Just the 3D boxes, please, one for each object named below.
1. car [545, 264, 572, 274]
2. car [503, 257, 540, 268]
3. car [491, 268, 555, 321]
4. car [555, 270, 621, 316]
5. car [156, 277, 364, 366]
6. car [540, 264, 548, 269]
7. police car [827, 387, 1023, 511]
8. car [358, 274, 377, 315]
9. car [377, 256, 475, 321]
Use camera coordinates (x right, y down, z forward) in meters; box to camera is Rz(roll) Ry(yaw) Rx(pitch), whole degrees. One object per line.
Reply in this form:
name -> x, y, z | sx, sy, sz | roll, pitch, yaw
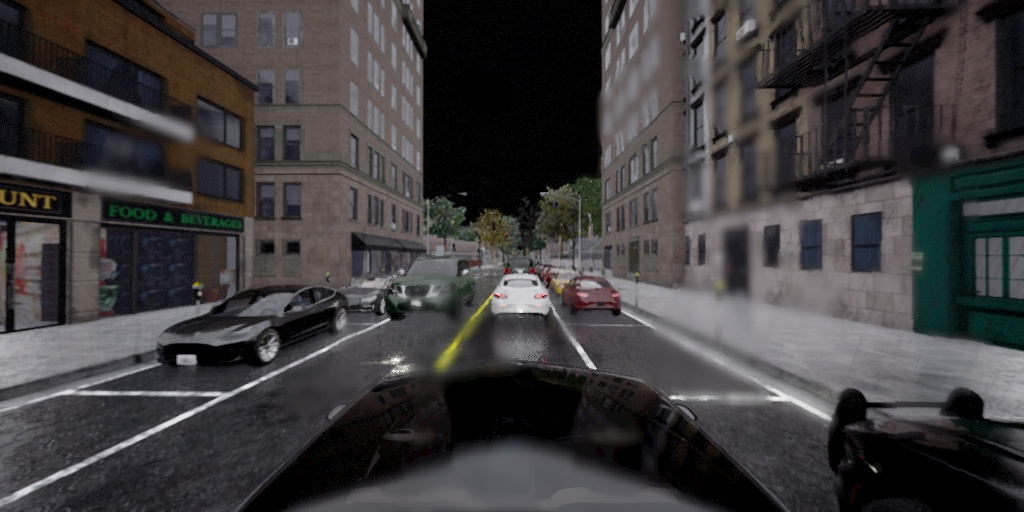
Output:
car -> 2.968, 1.355, 19.107 | 1.751, 1.417, 4.829 | 0, 0, 1
car -> 0.537, 1.078, 24.343 | 2.150, 2.045, 5.566 | 0, 0, 1
car -> 0.292, 1.323, 12.548 | 1.812, 1.442, 4.674 | 0, 0, 1
car -> 2.850, 1.385, 13.419 | 1.802, 1.307, 4.207 | 0, 0, 1
car -> -5.288, 1.340, 8.066 | 1.948, 1.339, 4.313 | 0, 0, 1
car -> 3.079, 1.402, 24.454 | 1.888, 1.381, 4.507 | 0, 0, 1
police car -> 2.950, 1.170, 0.306 | 1.930, 1.638, 5.238 | 0, 0, 1
car -> -5.173, 1.350, 13.582 | 2.007, 1.370, 4.403 | 0, 0, 1
car -> -2.646, 1.019, 12.988 | 2.150, 2.045, 5.566 | 0, 0, 1
